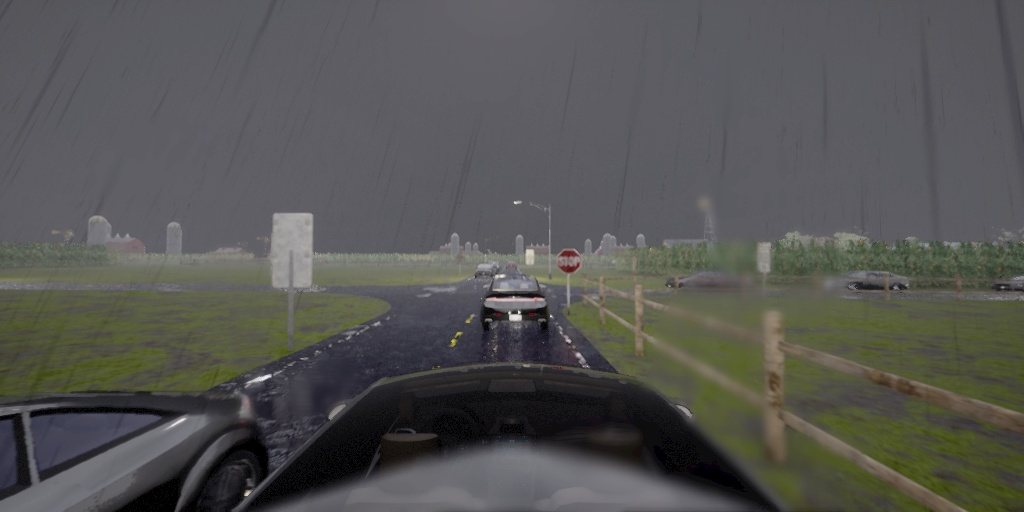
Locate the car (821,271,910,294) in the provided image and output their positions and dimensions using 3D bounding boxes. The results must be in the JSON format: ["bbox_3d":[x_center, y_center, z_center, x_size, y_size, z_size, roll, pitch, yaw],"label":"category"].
[{"bbox_3d":[23.915,1.759,24.403,4.902,1.511,2.128,1,-1,0],"label":"car"}]

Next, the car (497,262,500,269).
[{"bbox_3d":[-2.959,1.714,48.109,1.994,1.385,4.181,0,0,0],"label":"car"}]

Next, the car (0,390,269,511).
[{"bbox_3d":[-2.833,1.307,0.999,1.994,1.385,4.181,0,-1,0],"label":"car"}]

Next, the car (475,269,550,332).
[{"bbox_3d":[0.077,1.329,11.270,2.128,1.511,4.902,0,-1,0],"label":"car"}]

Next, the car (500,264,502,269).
[{"bbox_3d":[-2.974,1.571,56.866,2.097,1.767,4.553,0,0,0],"label":"car"}]

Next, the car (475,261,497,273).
[{"bbox_3d":[-2.941,1.554,39.133,1.882,1.535,5.008,0,0,0],"label":"car"}]

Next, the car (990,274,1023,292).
[{"bbox_3d":[35.788,1.916,24.377,4.892,1.490,1.837,1,-1,0],"label":"car"}]

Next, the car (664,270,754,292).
[{"bbox_3d":[13.366,1.691,24.413,5.357,1.411,2.033,1,-1,0],"label":"car"}]
